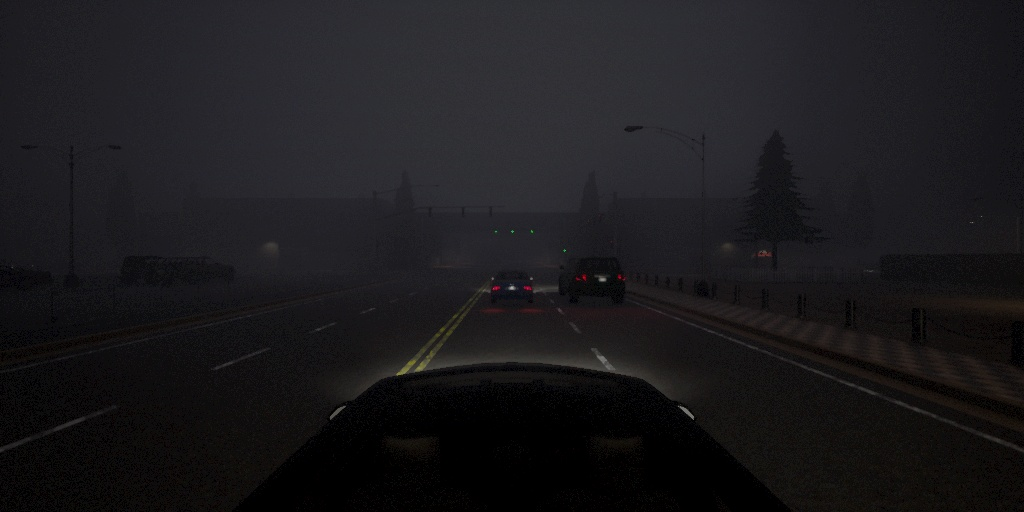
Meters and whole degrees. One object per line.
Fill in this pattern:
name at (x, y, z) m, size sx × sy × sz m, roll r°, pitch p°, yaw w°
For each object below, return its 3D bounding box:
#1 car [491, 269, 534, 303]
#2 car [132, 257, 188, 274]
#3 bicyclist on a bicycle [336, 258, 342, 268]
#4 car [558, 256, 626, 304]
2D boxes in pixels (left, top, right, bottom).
car at (0.000, 1.312, 16.500) m, size 2.033 × 1.411 × 5.357 m, roll 0°, pitch 0°, yaw 0°
car at (-45.180, 1.265, 46.063) m, size 4.892 × 1.490 × 1.837 m, roll 0°, pitch 0°, yaw 2°
bicyclist on a bicycle at (-25.766, 1.051, 53.383) m, size 0.582 × 1.620 × 1.656 m, roll 0°, pitch 0°, yaw 2°
car at (3.500, 1.007, 16.530) m, size 2.150 × 2.045 × 5.566 m, roll 0°, pitch 0°, yaw 0°
